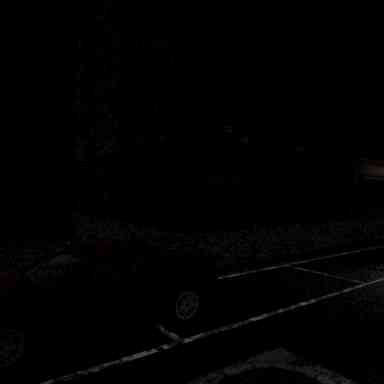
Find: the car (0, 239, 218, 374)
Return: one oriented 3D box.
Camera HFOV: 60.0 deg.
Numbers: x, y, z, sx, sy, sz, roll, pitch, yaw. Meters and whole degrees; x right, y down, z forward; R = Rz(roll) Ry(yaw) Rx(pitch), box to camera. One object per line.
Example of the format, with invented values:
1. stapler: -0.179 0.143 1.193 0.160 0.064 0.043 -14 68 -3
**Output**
1. car: -1.613 1.545 5.601 4.507 1.381 1.887 0 1 -35
